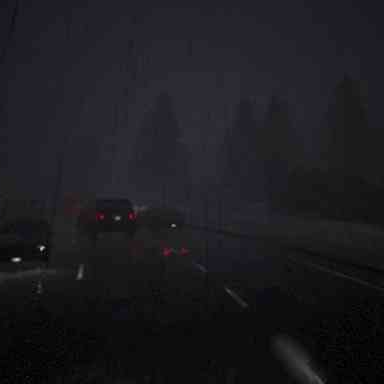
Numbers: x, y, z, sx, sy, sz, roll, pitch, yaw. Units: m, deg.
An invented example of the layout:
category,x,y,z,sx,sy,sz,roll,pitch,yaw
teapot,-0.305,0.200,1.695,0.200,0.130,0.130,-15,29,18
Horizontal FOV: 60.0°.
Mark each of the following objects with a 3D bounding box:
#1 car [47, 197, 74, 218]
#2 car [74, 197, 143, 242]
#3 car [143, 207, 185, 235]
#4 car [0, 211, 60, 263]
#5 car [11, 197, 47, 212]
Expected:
category,x,y,z,sx,sy,sz,roll,pitch,yaw
car,-12.494,1.536,34.073,2.150,2.045,5.566,0,-1,-41
car,-4.686,1.372,17.888,2.150,2.045,5.566,0,-1,-27
car,-2.150,1.646,20.277,2.128,1.511,4.902,0,-1,-28
car,-6.209,1.673,12.478,2.033,1.411,5.357,0,0,-21
car,-16.159,1.549,32.940,2.150,2.045,5.566,0,-1,-42
